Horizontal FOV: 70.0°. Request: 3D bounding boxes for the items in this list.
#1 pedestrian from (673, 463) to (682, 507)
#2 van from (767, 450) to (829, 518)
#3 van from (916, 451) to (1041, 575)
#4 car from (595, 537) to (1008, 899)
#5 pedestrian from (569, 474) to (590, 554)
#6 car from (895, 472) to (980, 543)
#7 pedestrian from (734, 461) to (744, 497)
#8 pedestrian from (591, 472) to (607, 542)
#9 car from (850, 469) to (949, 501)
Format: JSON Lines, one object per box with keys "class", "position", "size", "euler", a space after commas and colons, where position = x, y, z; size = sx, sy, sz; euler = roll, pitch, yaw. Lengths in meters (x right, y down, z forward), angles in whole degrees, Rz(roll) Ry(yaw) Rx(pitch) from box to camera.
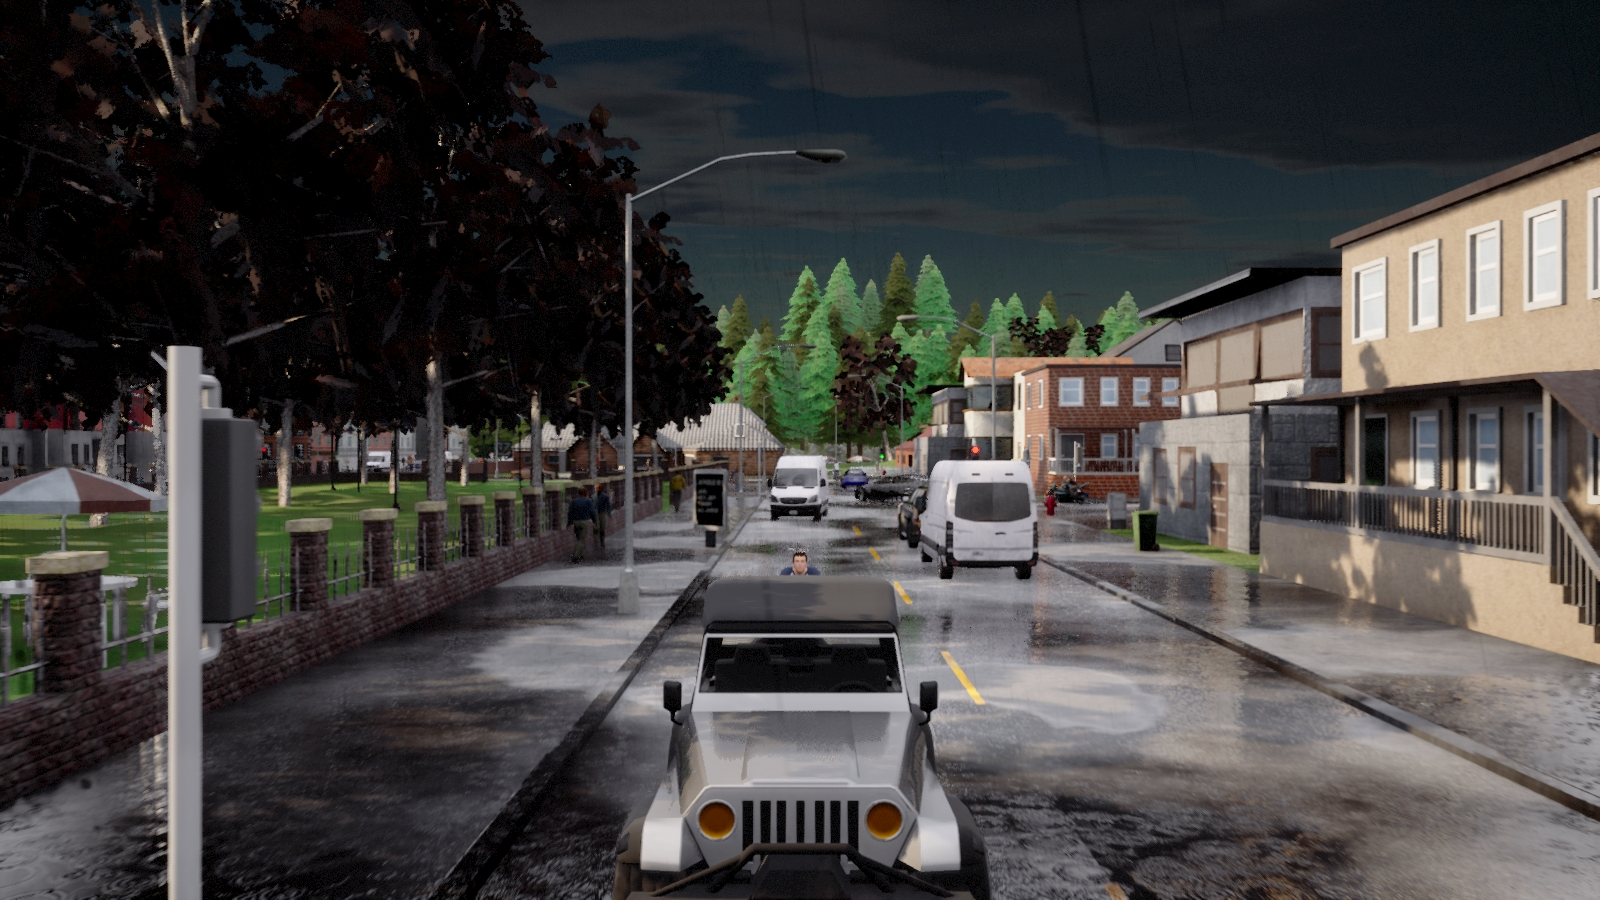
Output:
{"class": "pedestrian", "position": [-5.245, 1.497, 48.923], "size": [0.375, 1.860, 0.375], "euler": [0, 0, 0]}
{"class": "van", "position": [-0.017, 1.288, 46.309], "size": [1.988, 2.561, 5.915], "euler": [0, 0, 5]}
{"class": "van", "position": [3.981, 1.298, 26.494], "size": [1.988, 2.561, 5.915], "euler": [0, 0, 0]}
{"class": "car", "position": [0.008, 1.633, 7.209], "size": [1.905, 1.878, 3.866], "euler": [0, 0, 0]}
{"class": "pedestrian", "position": [-5.210, 1.509, 27.060], "size": [0.375, 1.860, 0.375], "euler": [0, 0, 11]}
{"class": "car", "position": [3.947, 1.624, 33.562], "size": [1.932, 1.855, 4.605], "euler": [0, 0, 0]}
{"class": "pedestrian", "position": [-3.169, 1.492, 59.298], "size": [0.375, 1.860, 0.375], "euler": [0, 0, 29]}
{"class": "pedestrian", "position": [-5.341, 1.507, 30.371], "size": [0.375, 1.860, 0.375], "euler": [0, 0, 1]}
{"class": "car", "position": [5.151, 1.809, 59.751], "size": [4.792, 1.488, 2.163], "euler": [0, 0, 40]}
